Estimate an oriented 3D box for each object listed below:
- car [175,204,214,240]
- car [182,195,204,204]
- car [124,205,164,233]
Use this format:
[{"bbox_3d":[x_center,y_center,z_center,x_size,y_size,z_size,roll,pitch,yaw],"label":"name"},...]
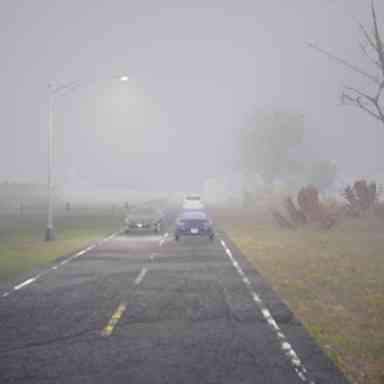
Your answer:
[{"bbox_3d":[0.103,1.558,17.061,1.812,1.442,4.674,0,0,0],"label":"car"},{"bbox_3d":[0.105,1.308,37.247,2.150,2.045,5.566,0,0,0],"label":"car"},{"bbox_3d":[-2.748,1.544,19.886,1.837,1.490,4.892,0,0,0],"label":"car"}]
